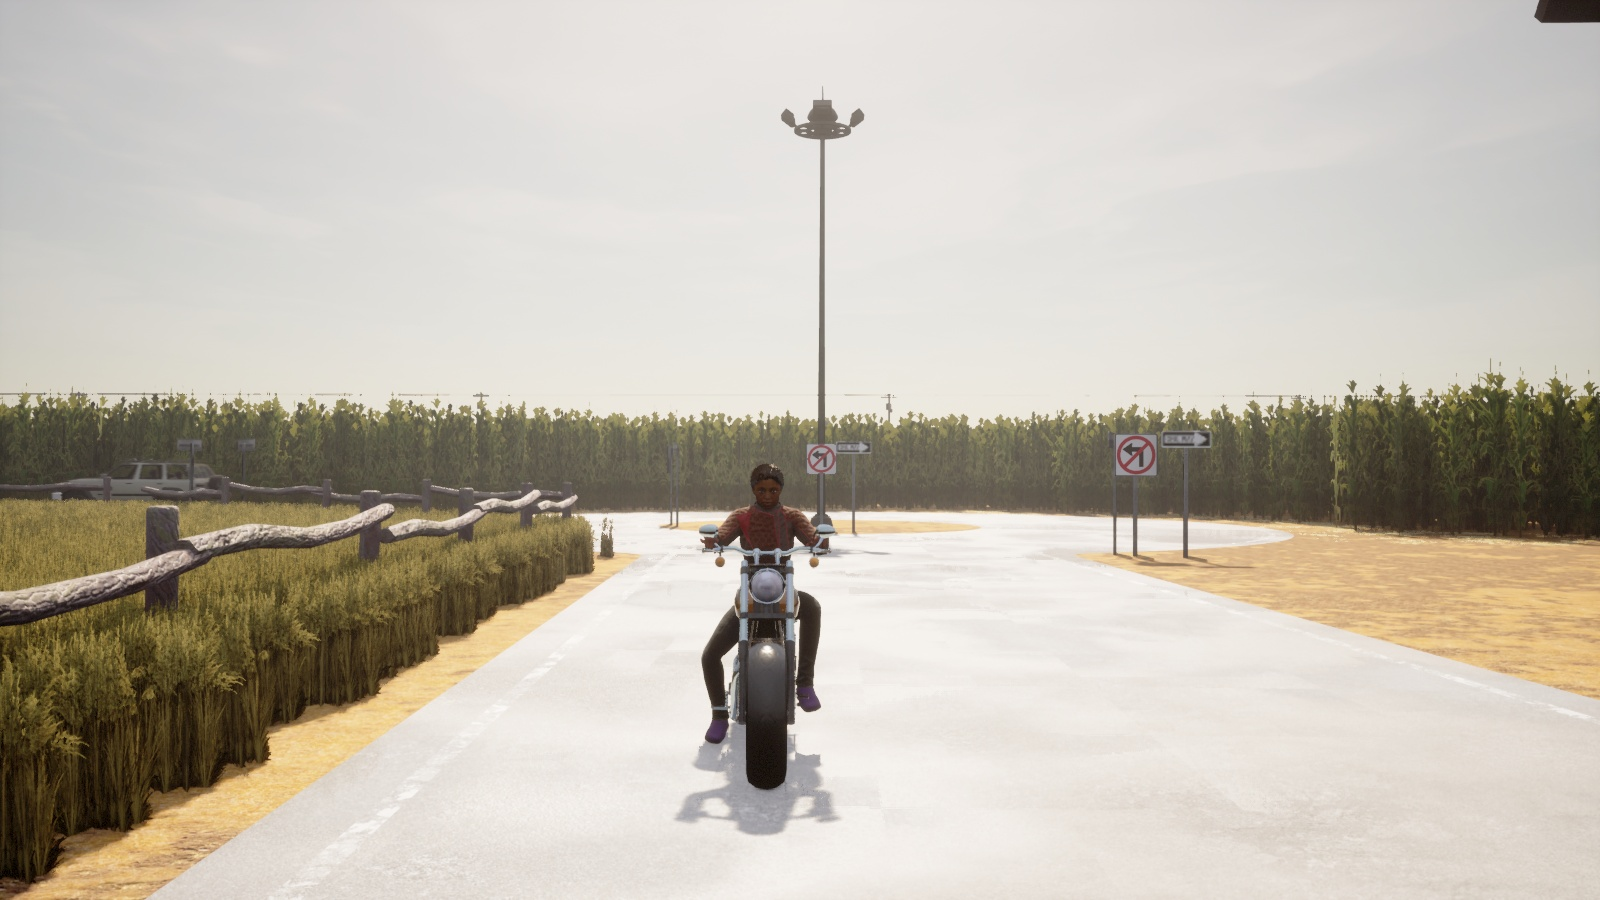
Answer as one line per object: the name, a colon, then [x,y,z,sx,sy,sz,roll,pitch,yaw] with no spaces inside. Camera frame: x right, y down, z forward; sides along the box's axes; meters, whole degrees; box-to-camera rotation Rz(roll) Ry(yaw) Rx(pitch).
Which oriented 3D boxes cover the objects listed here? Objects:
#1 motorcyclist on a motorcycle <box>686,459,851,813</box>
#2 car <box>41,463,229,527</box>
motorcyclist on a motorcycle: [-0.180,0.884,7.063,0.766,1.649,2.350,0,-1,-2]
car: [-19.864,1.334,37.650,4.605,1.855,1.932,0,-1,1]
